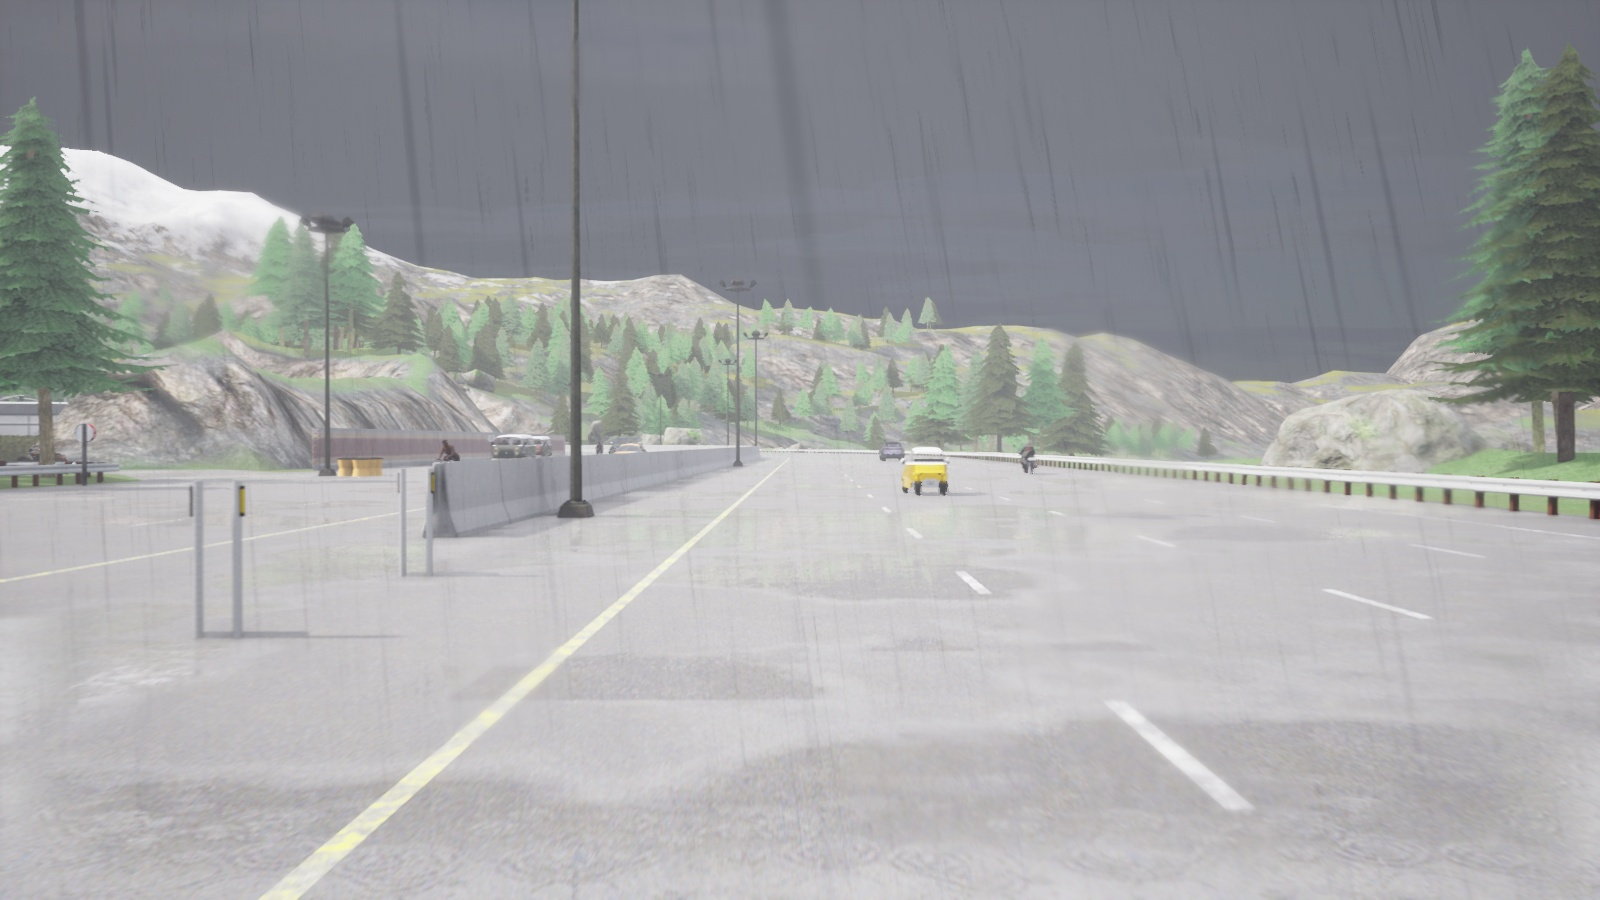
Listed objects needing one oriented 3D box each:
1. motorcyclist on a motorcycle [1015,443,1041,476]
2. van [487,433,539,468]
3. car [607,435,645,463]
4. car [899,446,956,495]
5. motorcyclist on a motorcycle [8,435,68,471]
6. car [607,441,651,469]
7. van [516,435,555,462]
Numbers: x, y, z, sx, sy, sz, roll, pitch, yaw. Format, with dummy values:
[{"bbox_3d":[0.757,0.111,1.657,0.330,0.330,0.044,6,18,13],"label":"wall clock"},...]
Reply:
[{"bbox_3d":[10.861,0.453,59.976,0.866,1.530,2.191,0,0,0],"label":"motorcyclist on a motorcycle"},{"bbox_3d":[-17.054,0.037,74.877,2.069,2.038,4.480,0,0,0],"label":"van"},{"bbox_3d":[-13.382,-0.090,97.127,2.150,2.045,5.566,0,0,0],"label":"car"},{"bbox_3d":[3.728,0.596,36.988,1.481,1.376,2.207,0,1,0],"label":"car"},{"bbox_3d":[-35.863,0.140,59.101,2.350,1.649,0.766,0,0,0],"label":"motorcyclist on a motorcycle"},{"bbox_3d":[-10.057,0.260,74.183,1.801,1.575,5.366,0,0,0],"label":"car"},{"bbox_3d":[-20.426,-0.093,97.116,2.069,2.038,4.480,0,0,0],"label":"van"}]
